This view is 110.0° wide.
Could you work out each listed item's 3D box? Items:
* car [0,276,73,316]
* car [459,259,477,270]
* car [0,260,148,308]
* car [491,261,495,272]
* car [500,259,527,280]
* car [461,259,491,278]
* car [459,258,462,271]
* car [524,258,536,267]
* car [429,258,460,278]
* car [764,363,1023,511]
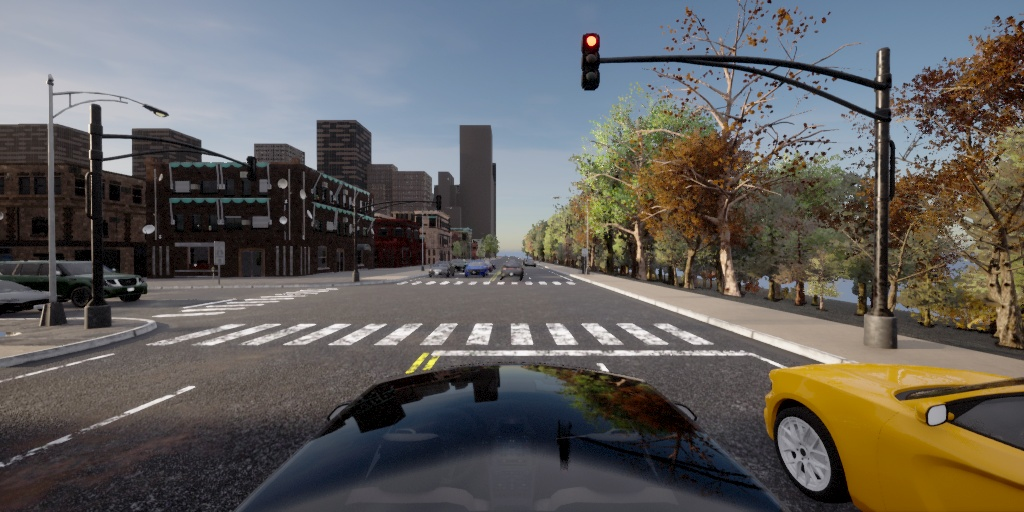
[{"bbox_3d":[-19.961,1.565,13.498,4.313,1.339,1.948,0,0,0],"label":"car"},{"bbox_3d":[-6.642,1.222,54.548,2.128,1.511,4.902,0,0,0],"label":"car"},{"bbox_3d":[-20.013,1.194,16.199,5.566,2.045,2.150,-1,1,-1],"label":"car"},{"bbox_3d":[-3.388,1.261,44.093,1.812,1.442,4.674,0,0,0],"label":"car"},{"bbox_3d":[0.021,1.232,30.974,2.128,1.511,4.902,0,0,1],"label":"car"},{"bbox_3d":[-3.381,1.217,34.697,1.882,1.535,5.008,0,0,0],"label":"car"},{"bbox_3d":[-6.641,1.087,44.179,2.097,1.767,4.553,0,0,0],"label":"car"},{"bbox_3d":[3.266,1.290,64.501,1.994,1.385,4.181,0,0,1],"label":"car"},{"bbox_3d":[-6.630,1.231,34.305,2.128,1.511,4.902,0,0,0],"label":"car"},{"bbox_3d":[3.351,1.228,1.397,1.882,1.535,5.008,0,0,0],"label":"car"}]
